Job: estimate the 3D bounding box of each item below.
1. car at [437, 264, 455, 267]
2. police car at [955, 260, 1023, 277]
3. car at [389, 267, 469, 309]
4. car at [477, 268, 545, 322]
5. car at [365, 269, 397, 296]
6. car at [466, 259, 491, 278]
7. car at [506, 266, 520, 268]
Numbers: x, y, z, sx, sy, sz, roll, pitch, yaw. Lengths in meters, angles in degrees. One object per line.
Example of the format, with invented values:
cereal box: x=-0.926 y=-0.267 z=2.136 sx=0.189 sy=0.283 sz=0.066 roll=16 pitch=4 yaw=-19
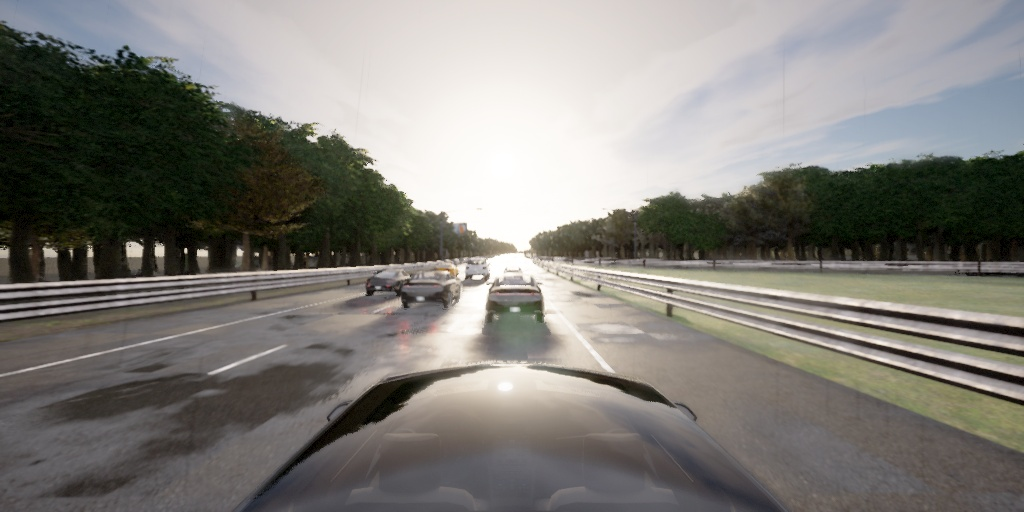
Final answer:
car: x=-6.904 y=1.544 z=37.969 sx=1.882 sy=1.535 sz=5.008 roll=0 pitch=0 yaw=0
police car: x=44.673 y=1.133 z=32.902 sx=4.974 sy=1.542 sz=2.038 roll=0 pitch=-1 yaw=37
car: x=-3.405 y=1.396 z=15.787 sx=2.128 sy=1.511 sz=4.902 roll=0 pitch=-1 yaw=0
car: x=0.094 y=1.368 z=12.882 sx=2.128 sy=1.511 sz=4.902 roll=0 pitch=0 yaw=0
car: x=-6.898 y=1.481 z=20.777 sx=1.812 sy=1.442 sz=4.674 roll=0 pitch=0 yaw=0
car: x=-3.405 y=1.284 z=36.235 sx=2.150 sy=2.045 sz=5.566 roll=0 pitch=0 yaw=0
car: x=0.096 y=1.661 z=35.576 sx=1.895 sy=1.301 sz=4.718 roll=0 pitch=0 yaw=0
